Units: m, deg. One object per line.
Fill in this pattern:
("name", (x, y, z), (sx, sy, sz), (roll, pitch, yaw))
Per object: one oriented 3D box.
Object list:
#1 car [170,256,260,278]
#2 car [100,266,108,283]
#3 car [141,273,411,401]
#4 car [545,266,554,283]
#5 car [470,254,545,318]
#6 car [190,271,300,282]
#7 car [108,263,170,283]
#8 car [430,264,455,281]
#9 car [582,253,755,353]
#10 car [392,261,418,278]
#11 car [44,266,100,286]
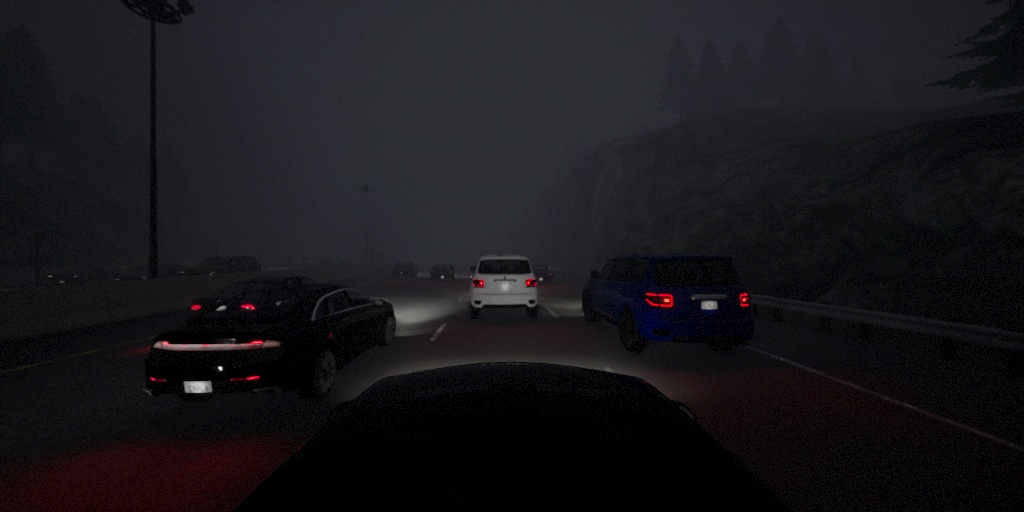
("car", (-19.181, 0.994, 23.878), (2.150, 2.045, 5.566), (0, 0, -8))
("car", (-26.618, 1.289, 26.339), (1.837, 1.490, 4.892), (0, 0, -9))
("car", (-3.565, 1.245, 6.422), (2.128, 1.511, 4.902), (0, 0, -2))
("car", (1.737, 1.318, 27.242), (1.895, 1.301, 4.718), (0, 0, -8))
("car", (-0.363, 0.959, 13.205), (2.150, 2.045, 5.566), (0, 0, -3))
("car", (-7.239, 1.304, 11.247), (2.033, 1.411, 5.357), (0, 0, -3))
("car", (-22.660, 1.256, 23.359), (1.882, 1.535, 5.008), (0, 0, -8))
("car", (-5.742, 1.332, 30.098), (1.895, 1.301, 4.718), (0, 0, -9))
("car", (3.365, 0.955, 8.975), (2.150, 2.045, 5.566), (0, 0, -2))
("car", (-9.756, 1.229, 32.764), (2.128, 1.511, 4.902), (0, 0, -10))
("car", (-30.059, 1.394, 25.844), (1.895, 1.301, 4.718), (0, 0, -9))
